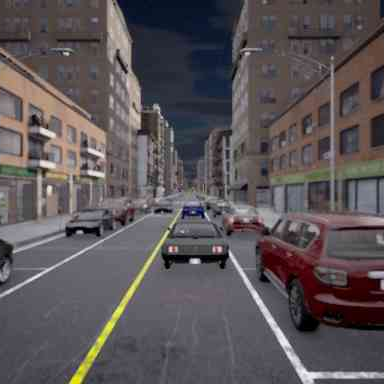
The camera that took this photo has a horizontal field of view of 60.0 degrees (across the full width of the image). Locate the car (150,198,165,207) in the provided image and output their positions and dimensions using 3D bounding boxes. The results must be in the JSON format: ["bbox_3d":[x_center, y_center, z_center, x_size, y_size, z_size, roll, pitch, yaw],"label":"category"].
[{"bbox_3d":[-5.389,1.566,52.244,1.802,1.307,4.206,0,0,0],"label":"car"}]

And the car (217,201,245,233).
[{"bbox_3d":[2.637,1.435,18.158,1.967,1.590,4.097,0,0,0],"label":"car"}]

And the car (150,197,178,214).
[{"bbox_3d":[-2.849,1.538,34.829,2.033,1.411,5.357,0,0,0],"label":"car"}]

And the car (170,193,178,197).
[{"bbox_3d":[-5.391,1.517,84.801,2.008,1.369,4.403,0,0,0],"label":"car"}]

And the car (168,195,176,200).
[{"bbox_3d":[-5.397,1.489,90.038,1.752,1.417,4.829,0,0,0],"label":"car"}]

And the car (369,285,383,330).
[{"bbox_3d":[2.637,1.582,1.114,1.802,1.307,4.206,0,0,0],"label":"car"}]

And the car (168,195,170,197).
[{"bbox_3d":[-5.389,1.532,57.925,2.008,1.369,4.403,0,0,0],"label":"car"}]

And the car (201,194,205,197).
[{"bbox_3d":[2.637,1.509,52.415,1.752,1.417,4.829,0,0,0],"label":"car"}]

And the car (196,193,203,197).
[{"bbox_3d":[2.638,1.514,90.209,2.008,1.369,4.403,0,0,0],"label":"car"}]

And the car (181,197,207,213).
[{"bbox_3d":[0.094,1.470,29.351,1.882,1.535,5.008,0,0,0],"label":"car"}]

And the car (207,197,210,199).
[{"bbox_3d":[2.637,1.554,40.883,1.947,1.339,4.313,0,0,0],"label":"car"}]

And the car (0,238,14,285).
[{"bbox_3d":[-5.388,1.565,6.790,1.947,1.339,4.313,0,0,0],"label":"car"}]

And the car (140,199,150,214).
[{"bbox_3d":[-5.388,1.430,35.198,1.967,1.590,4.097,0,0,0],"label":"car"}]

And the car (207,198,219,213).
[{"bbox_3d":[2.637,1.543,29.520,2.008,1.369,4.403,0,0,0],"label":"car"}]

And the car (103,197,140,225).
[{"bbox_3d":[-5.388,1.309,23.835,2.192,1.841,5.009,0,0,0],"label":"car"}]

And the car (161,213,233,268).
[{"bbox_3d":[0.093,1.598,11.289,1.895,1.301,4.718,0,0,0],"label":"car"}]

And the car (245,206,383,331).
[{"bbox_3d":[2.637,1.314,6.796,2.192,1.841,5.009,0,0,0],"label":"car"}]

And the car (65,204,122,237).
[{"bbox_3d":[-5.388,1.561,18.153,1.947,1.339,4.313,0,0,0],"label":"car"}]
